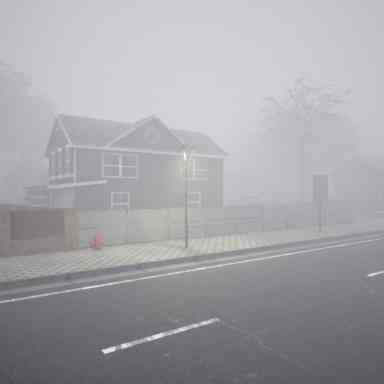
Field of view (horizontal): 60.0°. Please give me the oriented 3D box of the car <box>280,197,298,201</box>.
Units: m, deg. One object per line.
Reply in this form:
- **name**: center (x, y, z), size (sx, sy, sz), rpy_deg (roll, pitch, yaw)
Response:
- **car**: center (11.462, 1.395, 41.318), size (2.097, 1.767, 4.553), rpy_deg (0, 0, -35)

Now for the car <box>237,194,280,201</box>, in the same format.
- **car**: center (7.805, 1.269, 41.426), size (2.150, 2.045, 5.566), rpy_deg (0, 0, -35)

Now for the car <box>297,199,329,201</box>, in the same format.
- **car**: center (13.514, 1.522, 33.329), size (2.128, 1.511, 4.902), rpy_deg (0, 0, -35)
